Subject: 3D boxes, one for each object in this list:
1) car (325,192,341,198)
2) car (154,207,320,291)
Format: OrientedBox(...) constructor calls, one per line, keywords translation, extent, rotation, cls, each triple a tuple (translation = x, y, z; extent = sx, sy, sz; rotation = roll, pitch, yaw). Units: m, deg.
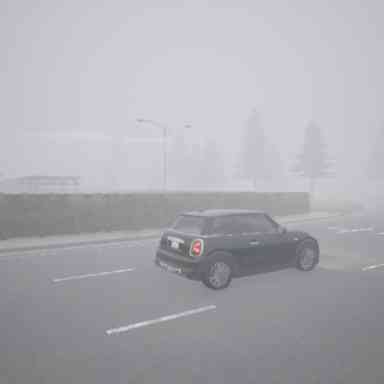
OrientedBox(translation=(35.540, 0.773, 83.265), extent=(1.895, 1.301, 4.718), rotation=(0, 1, 6), cls="car")
OrientedBox(translation=(1.359, 1.248, 8.931), extent=(4.553, 1.767, 2.097), rotation=(0, 1, -34), cls="car")
